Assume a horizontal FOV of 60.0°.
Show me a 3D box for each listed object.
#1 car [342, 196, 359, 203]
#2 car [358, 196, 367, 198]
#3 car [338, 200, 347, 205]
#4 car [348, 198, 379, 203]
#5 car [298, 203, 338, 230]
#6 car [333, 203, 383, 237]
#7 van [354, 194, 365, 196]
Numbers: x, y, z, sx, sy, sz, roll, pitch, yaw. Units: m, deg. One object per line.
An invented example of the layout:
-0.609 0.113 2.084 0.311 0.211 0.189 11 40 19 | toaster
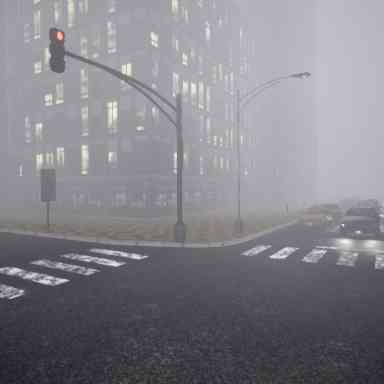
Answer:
19.065 1.524 40.993 1.887 1.381 4.507 -1 0 29 | car
19.263 1.485 35.827 1.837 1.490 4.892 0 0 29 | car
10.755 1.553 26.205 1.947 1.339 4.313 -1 0 29 | car
14.204 1.476 26.973 2.128 1.511 4.902 0 0 30 | car
7.901 1.515 21.128 1.752 1.417 4.829 -1 0 29 | car
9.311 1.537 18.308 2.033 1.411 5.357 0 0 29 | car
30.144 1.311 60.713 1.690 1.788 3.998 -1 0 29 | van
